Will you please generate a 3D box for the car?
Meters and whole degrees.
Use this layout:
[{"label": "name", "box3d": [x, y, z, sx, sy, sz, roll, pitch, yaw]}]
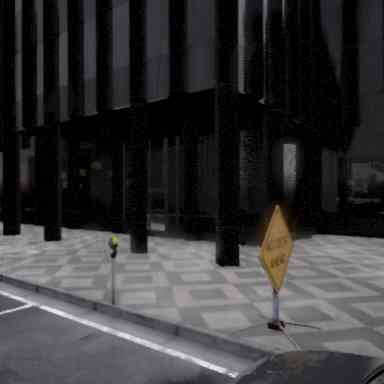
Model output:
[{"label": "car", "box3d": [2.053, 1.546, 1.501, 4.403, 1.369, 2.008, 0, 0, 35]}]
